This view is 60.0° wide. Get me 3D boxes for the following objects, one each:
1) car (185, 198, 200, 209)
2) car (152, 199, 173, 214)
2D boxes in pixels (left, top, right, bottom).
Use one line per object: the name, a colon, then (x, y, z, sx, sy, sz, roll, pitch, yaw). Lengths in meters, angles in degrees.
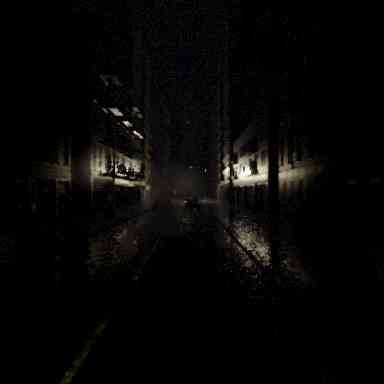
car: (0.088, 1.505, 44.981, 1.994, 1.385, 4.181, 0, 0, 0)
car: (-3.010, 1.431, 34.795, 1.882, 1.535, 5.008, 0, 0, 0)
